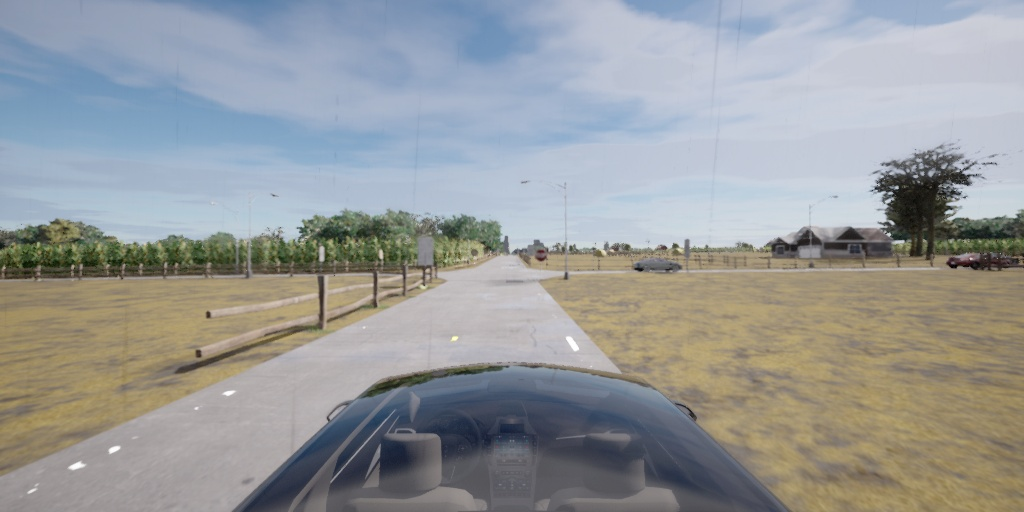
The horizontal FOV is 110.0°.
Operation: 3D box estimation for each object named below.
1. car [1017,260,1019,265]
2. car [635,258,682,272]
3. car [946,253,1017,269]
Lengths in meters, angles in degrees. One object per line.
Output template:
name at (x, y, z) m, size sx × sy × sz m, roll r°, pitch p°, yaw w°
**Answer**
car at (49.060, 0.509, 36.908) m, size 4.181 × 1.385 × 1.994 m, roll -1°, pitch -1°, yaw 0°
car at (13.864, 0.834, 34.100) m, size 4.181 × 1.385 × 1.994 m, roll -1°, pitch -1°, yaw 0°
car at (44.236, 0.477, 34.114) m, size 4.674 × 1.442 × 1.812 m, roll -1°, pitch -1°, yaw 0°
